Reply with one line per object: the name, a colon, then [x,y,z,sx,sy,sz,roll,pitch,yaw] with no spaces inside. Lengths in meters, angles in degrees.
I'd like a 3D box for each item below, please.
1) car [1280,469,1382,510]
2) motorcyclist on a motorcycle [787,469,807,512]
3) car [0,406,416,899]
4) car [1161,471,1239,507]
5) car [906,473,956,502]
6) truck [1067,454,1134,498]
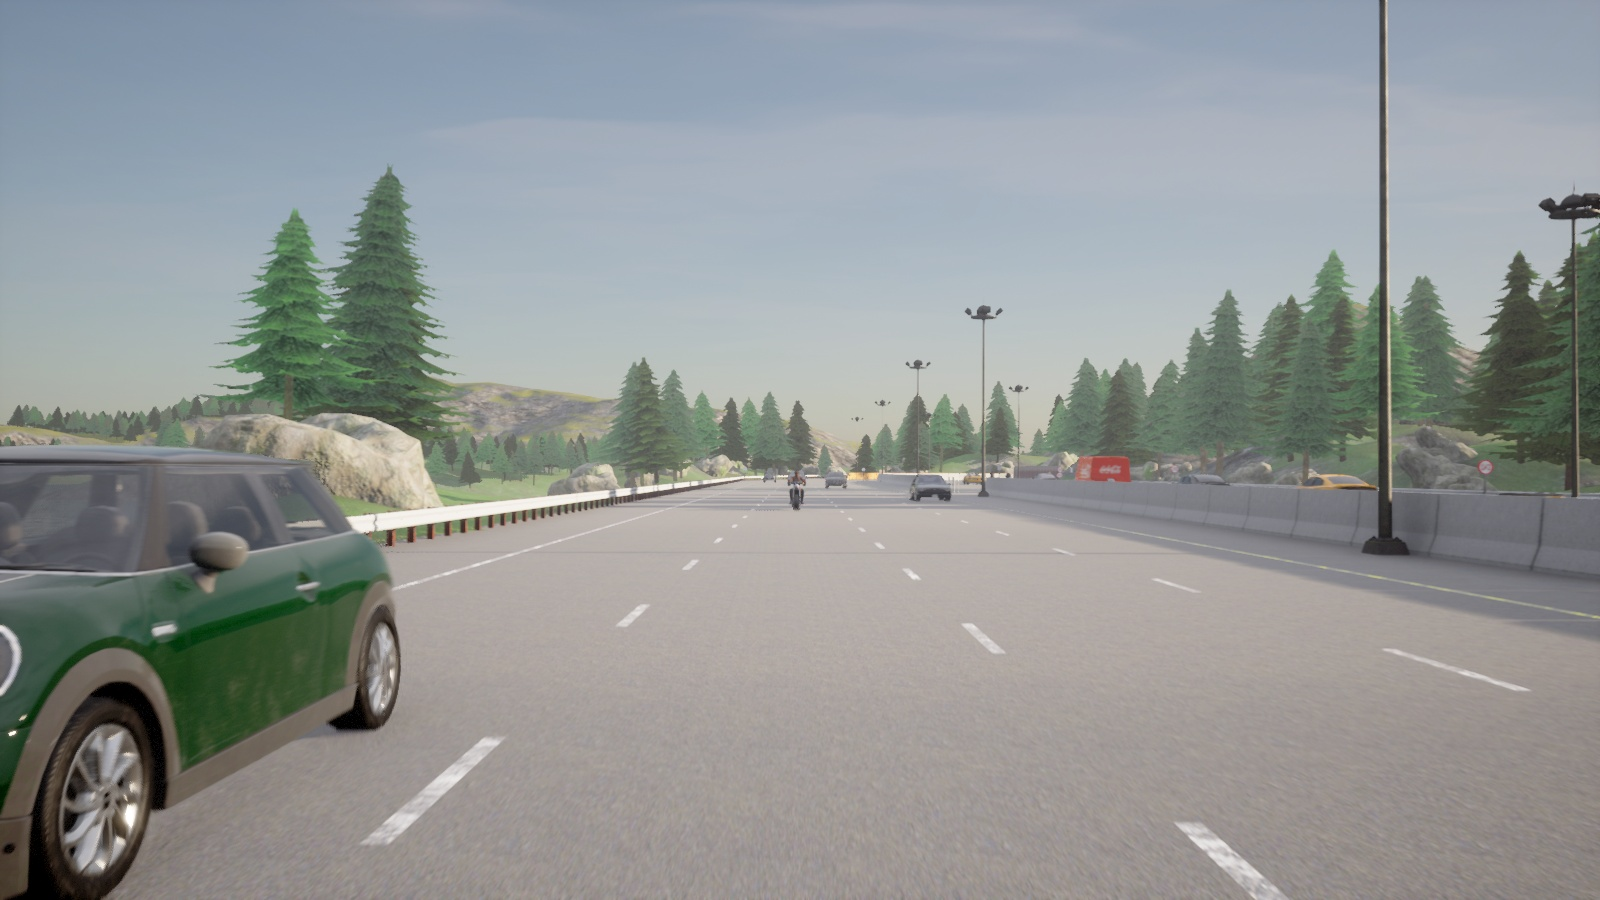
car: [20.883,1.539,49.596,1.882,1.535,5.008,0,-1,0]
motorcyclist on a motorcycle: [-0.117,1.598,49.746,0.766,1.649,2.350,0,-1,0]
car: [-3.514,0.784,5.794,2.097,1.767,4.553,0,-1,0]
car: [17.372,1.668,54.811,1.837,1.490,4.892,0,-1,0]
car: [6.846,1.941,66.094,2.033,1.411,5.357,0,-1,0]
truck: [17.328,1.480,72.718,2.627,2.467,5.204,0,-1,0]
